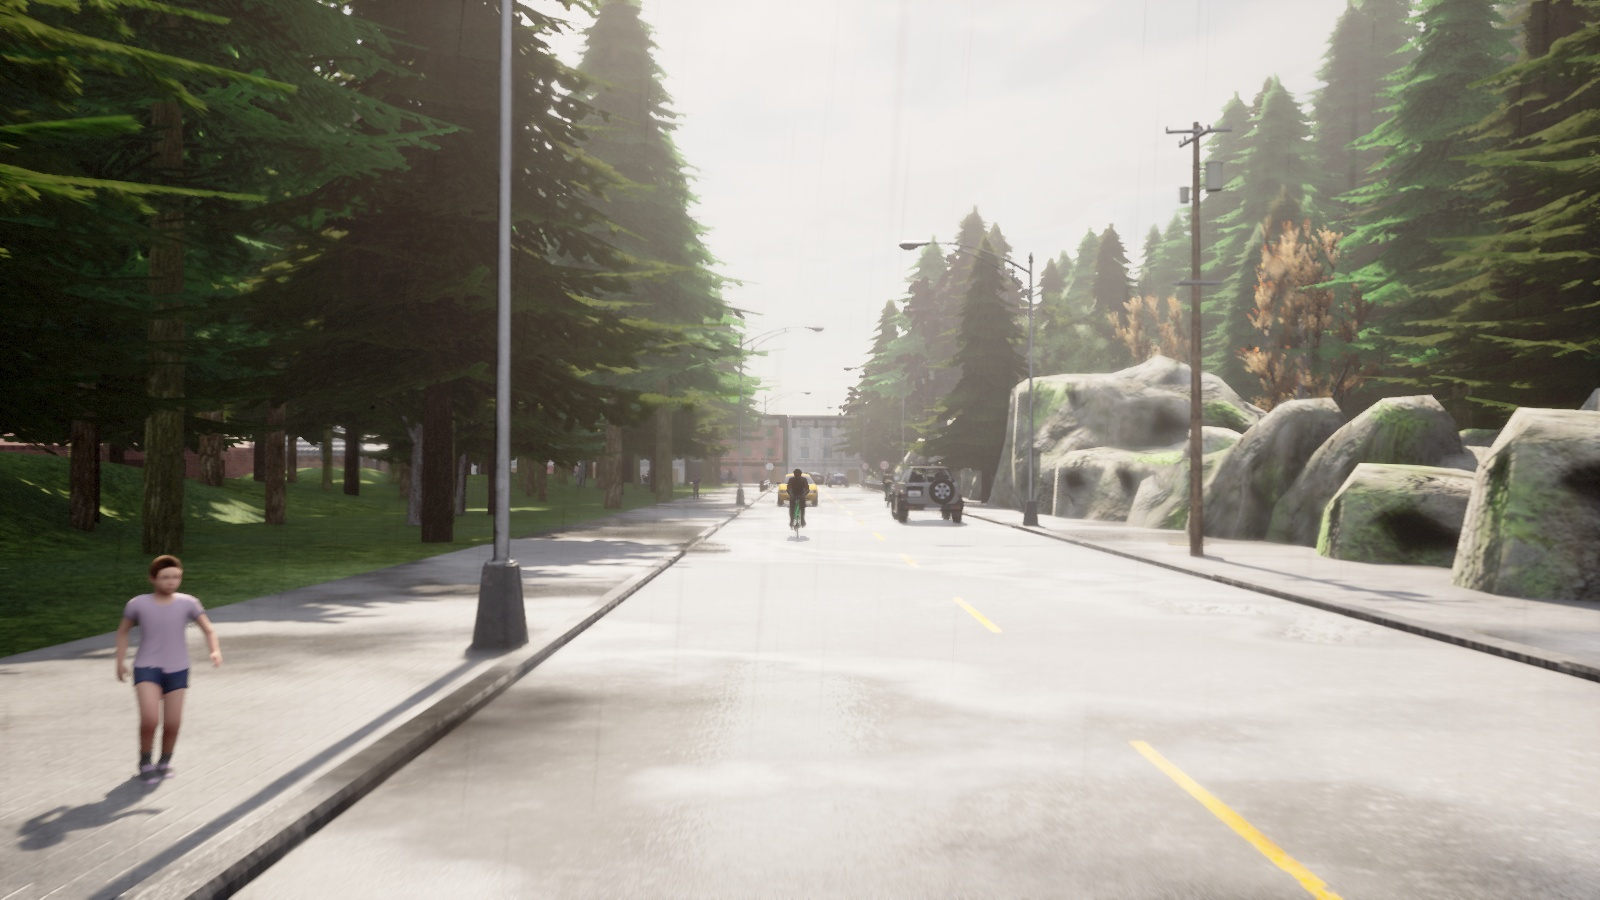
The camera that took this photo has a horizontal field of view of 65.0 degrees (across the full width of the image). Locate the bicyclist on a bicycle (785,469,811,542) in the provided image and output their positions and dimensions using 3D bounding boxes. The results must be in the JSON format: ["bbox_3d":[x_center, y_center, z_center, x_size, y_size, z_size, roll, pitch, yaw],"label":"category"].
[{"bbox_3d":[-0.043,1.254,29.027,0.582,1.620,1.656,0,0,0],"label":"bicyclist on a bicycle"}]

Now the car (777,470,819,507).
[{"bbox_3d":[-0.079,1.705,56.831,1.801,1.575,5.366,0,-1,0],"label":"car"}]

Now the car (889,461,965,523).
[{"bbox_3d":[3.943,1.281,39.698,1.932,1.855,4.605,0,-1,0],"label":"car"}]

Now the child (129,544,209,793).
[{"bbox_3d":[-3.004,1.016,5.977,0.255,1.110,0.394,1,-1,-40],"label":"child"}]
